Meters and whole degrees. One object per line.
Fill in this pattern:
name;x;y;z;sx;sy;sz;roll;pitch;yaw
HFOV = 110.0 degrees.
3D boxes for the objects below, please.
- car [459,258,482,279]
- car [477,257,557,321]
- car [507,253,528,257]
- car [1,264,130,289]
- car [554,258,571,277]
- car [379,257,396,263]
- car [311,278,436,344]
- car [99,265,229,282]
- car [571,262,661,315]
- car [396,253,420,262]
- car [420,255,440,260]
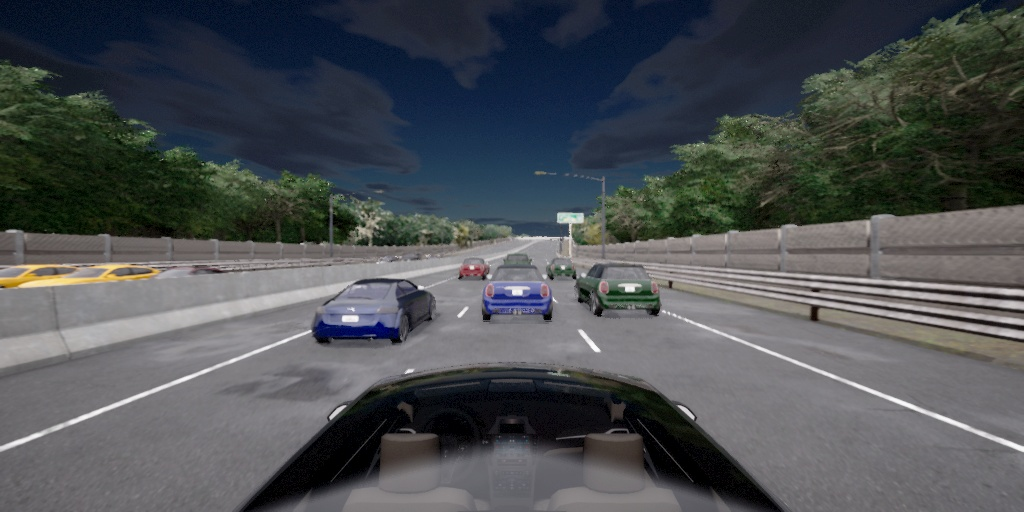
car;-3.026;0.929;29.642;2.097;1.767;4.553;0;0;1
car;0.171;1.038;12.311;2.097;1.767;4.553;0;0;1
car;0.453;0.805;28.941;2.150;2.045;5.566;0;0;1
car;-17.493;1.133;15.518;1.882;1.535;5.008;0;0;1
car;3.976;0.934;29.632;2.097;1.767;4.553;0;0;1
car;-19.673;0.867;57.473;2.128;1.511;4.902;0;1;3
car;-3.356;1.265;9.482;1.994;1.385;4.181;0;0;0
car;-13.993;1.184;15.367;1.812;1.442;4.674;0;0;1
car;3.681;1.034;13.253;2.097;1.767;4.553;0;0;1
car;-16.161;0.599;57.638;2.150;2.045;5.566;0;1;3
car;-12.655;0.871;57.754;2.128;1.511;4.902;0;1;3
